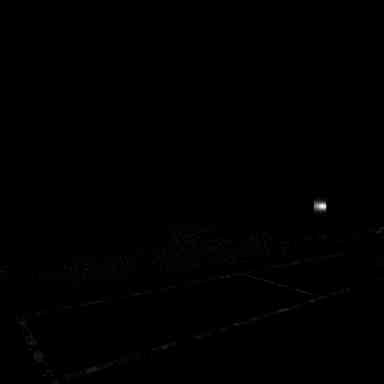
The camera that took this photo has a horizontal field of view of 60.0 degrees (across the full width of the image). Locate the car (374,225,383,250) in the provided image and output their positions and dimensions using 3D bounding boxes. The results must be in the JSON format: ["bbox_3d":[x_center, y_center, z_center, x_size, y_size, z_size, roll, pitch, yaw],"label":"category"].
[{"bbox_3d":[8.882,1.438,12.969,4.097,1.590,1.967,0,-1,-35],"label":"car"}]
